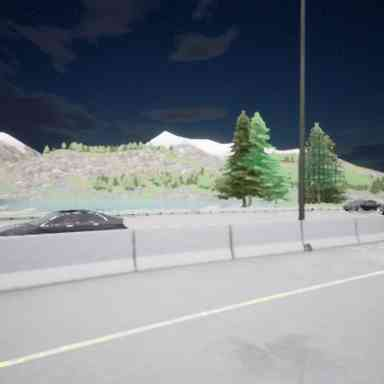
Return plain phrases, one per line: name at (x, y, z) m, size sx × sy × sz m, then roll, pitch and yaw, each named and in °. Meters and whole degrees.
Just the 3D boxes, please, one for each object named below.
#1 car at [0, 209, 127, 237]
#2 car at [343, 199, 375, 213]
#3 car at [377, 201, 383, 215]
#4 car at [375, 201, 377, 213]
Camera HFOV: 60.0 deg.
car at (-5.002, 1.472, 13.136) m, size 4.892 × 1.490 × 1.837 m, roll 0°, pitch 0°, yaw -34°
car at (19.473, 1.597, 37.887) m, size 4.892 × 1.490 × 1.837 m, roll 0°, pitch 0°, yaw -22°
car at (20.038, 1.645, 30.603) m, size 5.357 × 1.411 × 2.033 m, roll 0°, pitch 0°, yaw -23°
car at (22.251, 1.460, 35.216) m, size 4.553 × 1.767 × 2.097 m, roll 0°, pitch 0°, yaw -21°
